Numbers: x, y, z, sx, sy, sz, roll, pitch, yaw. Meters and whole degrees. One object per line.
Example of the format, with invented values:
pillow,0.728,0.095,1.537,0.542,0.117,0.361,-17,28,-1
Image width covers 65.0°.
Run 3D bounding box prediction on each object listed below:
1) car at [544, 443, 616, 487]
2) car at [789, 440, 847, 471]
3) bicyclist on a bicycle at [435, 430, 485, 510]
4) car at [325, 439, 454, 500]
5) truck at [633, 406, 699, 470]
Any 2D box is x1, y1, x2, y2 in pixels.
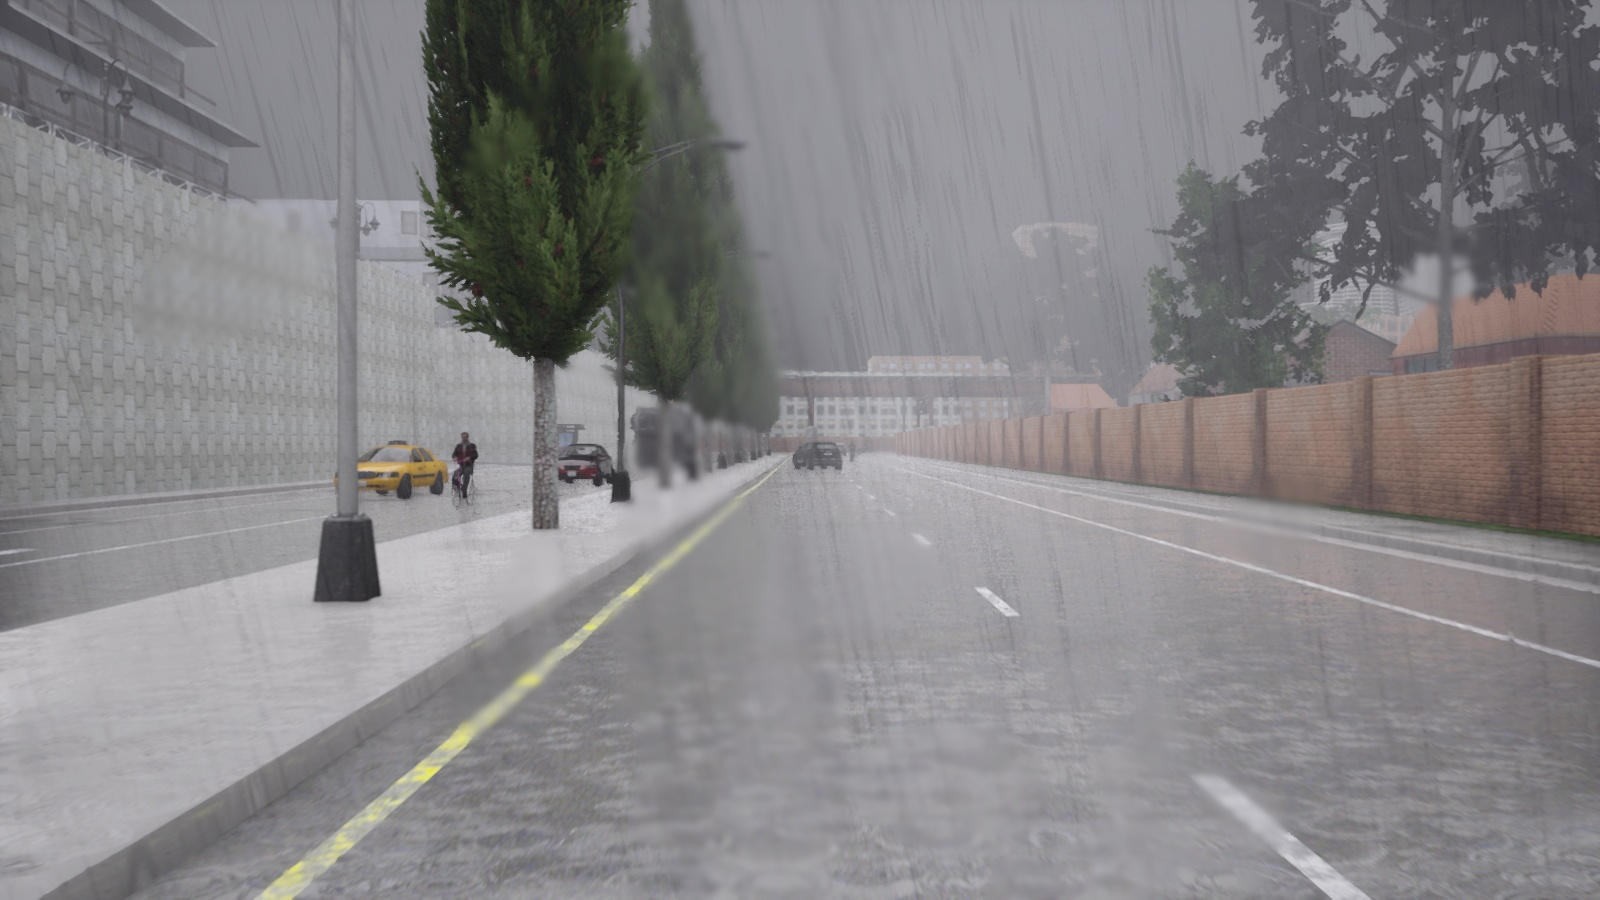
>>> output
car,-7.732,0.503,44.510,1.816,1.474,4.193,0,0,0
car,0.957,0.280,70.442,2.033,1.649,4.856,0,0,-14
bicyclist on a bicycle,-7.820,0.448,28.959,0.659,1.776,1.843,0,0,0
car,-11.286,0.479,34.954,1.801,1.575,5.366,0,0,0
truck,-7.573,-0.653,72.004,2.891,3.462,7.936,0,0,0
